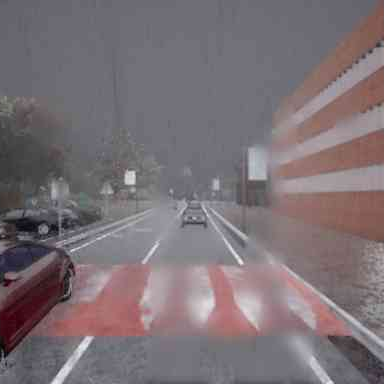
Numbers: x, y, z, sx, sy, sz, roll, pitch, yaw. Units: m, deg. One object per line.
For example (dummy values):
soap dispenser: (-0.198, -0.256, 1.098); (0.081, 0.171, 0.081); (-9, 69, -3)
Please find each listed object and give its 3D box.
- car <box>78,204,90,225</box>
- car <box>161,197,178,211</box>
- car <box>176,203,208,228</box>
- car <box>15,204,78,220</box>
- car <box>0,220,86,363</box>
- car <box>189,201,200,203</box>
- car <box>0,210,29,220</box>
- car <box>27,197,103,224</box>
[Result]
car: (-9.498, 1.679, 21.774); (4.674, 1.452, 2.002); (0, 0, 0)
car: (-3.078, 1.930, 48.042); (2.128, 1.511, 4.902); (0, 0, 1)
car: (0.169, 1.798, 24.428); (2.033, 1.411, 5.357); (0, -1, 0)
car: (-9.480, 1.617, 18.947); (5.008, 1.535, 2.097); (0, 0, 0)
car: (-3.342, 1.523, 5.032); (1.994, 1.385, 4.181); (0, 5, 0)
car: (0.295, 1.884, 41.858); (2.128, 1.511, 4.902); (0, 0, 1)
car: (-9.454, 1.609, 13.296); (4.674, 1.452, 2.002); (0, 0, 0)
car: (-9.486, 1.409, 24.601); (5.566, 2.045, 2.435); (0, 0, 0)
